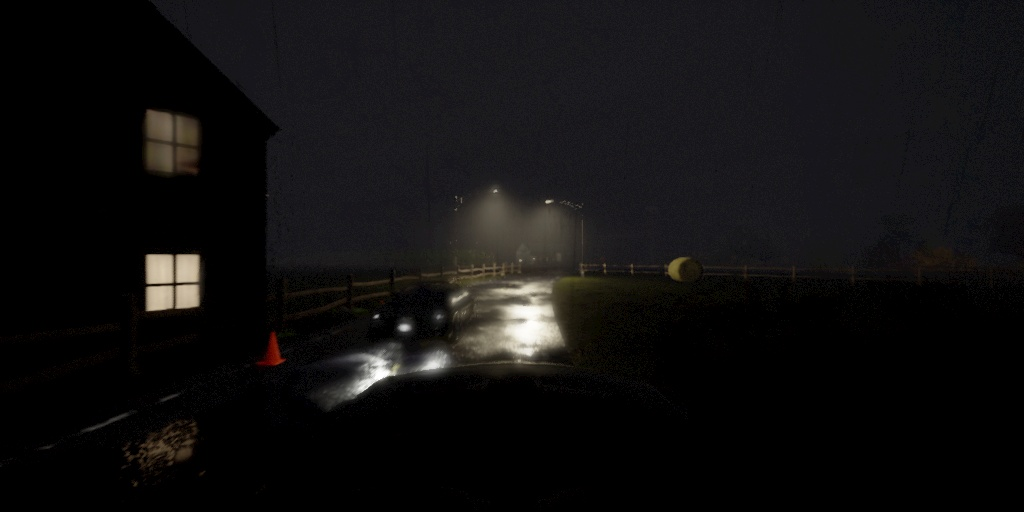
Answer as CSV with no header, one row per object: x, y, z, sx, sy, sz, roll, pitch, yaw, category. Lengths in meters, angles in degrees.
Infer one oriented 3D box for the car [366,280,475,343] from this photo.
-2.200,1.362,9.673,1.994,1.385,4.181,0,0,3,car

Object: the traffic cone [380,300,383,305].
-4.324,1.765,11.916,0.340,0.580,0.340,0,0,4,traffic cone

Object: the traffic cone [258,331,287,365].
-4.564,1.735,6.837,0.340,0.580,0.340,0,0,2,traffic cone
